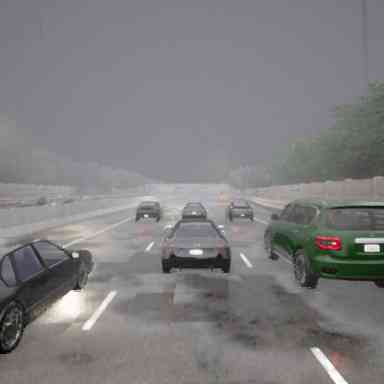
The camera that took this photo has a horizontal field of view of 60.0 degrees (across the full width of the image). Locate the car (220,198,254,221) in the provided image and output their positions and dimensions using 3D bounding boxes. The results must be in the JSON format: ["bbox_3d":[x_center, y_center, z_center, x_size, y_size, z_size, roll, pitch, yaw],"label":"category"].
[{"bbox_3d":[3.679,1.477,26.456,2.128,1.511,4.902,0,0,0],"label":"car"}]

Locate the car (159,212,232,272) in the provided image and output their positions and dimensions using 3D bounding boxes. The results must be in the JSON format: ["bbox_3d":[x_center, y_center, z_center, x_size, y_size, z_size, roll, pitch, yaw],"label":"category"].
[{"bbox_3d":[0.116,1.557,10.794,1.994,1.385,4.181,0,0,0],"label":"car"}]

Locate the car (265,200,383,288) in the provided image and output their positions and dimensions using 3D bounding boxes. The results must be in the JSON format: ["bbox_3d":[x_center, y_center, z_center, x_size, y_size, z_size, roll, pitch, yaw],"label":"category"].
[{"bbox_3d":[3.611,1.216,9.347,2.150,2.045,5.566,0,0,0],"label":"car"}]

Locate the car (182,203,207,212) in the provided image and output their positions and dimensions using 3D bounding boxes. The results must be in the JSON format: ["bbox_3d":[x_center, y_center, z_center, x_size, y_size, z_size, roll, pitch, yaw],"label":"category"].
[{"bbox_3d":[0.182,1.549,27.087,1.994,1.385,4.181,0,0,0],"label":"car"}]

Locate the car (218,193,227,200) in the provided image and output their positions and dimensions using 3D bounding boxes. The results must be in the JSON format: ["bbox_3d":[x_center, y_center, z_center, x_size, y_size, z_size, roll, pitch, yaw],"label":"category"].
[{"bbox_3d":[7.744,1.217,84.527,2.097,1.767,4.553,0,0,1],"label":"car"}]

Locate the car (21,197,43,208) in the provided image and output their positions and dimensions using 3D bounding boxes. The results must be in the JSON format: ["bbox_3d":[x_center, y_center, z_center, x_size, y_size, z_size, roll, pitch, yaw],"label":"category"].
[{"bbox_3d":[-20.871,1.478,44.354,1.837,1.490,4.892,0,1,1],"label":"car"}]

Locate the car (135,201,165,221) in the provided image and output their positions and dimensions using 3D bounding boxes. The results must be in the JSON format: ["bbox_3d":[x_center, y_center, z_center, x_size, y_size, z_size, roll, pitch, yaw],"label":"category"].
[{"bbox_3d":[-3.320,1.490,26.672,1.837,1.490,4.892,0,0,0],"label":"car"}]

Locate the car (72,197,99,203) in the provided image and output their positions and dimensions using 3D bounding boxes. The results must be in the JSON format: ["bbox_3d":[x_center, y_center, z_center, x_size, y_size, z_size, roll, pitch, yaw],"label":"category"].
[{"bbox_3d":[-13.867,1.466,44.895,2.128,1.511,4.902,0,0,1],"label":"car"}]

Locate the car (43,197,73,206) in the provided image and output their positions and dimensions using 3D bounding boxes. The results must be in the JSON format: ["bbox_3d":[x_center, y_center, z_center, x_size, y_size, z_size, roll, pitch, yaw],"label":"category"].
[{"bbox_3d":[-17.371,1.466,44.407,2.128,1.511,4.902,0,0,1],"label":"car"}]

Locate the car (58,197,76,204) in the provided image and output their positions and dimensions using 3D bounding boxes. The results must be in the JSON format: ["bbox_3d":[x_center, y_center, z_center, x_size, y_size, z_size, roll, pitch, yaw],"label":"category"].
[{"bbox_3d":[-23.461,1.573,62.687,1.895,1.301,4.718,0,0,-2],"label":"car"}]

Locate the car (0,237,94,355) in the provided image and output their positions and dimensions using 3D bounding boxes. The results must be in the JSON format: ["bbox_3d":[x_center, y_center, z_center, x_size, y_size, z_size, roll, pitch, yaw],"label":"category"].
[{"bbox_3d":[-3.394,1.543,5.991,2.033,1.411,5.357,0,0,0],"label":"car"}]

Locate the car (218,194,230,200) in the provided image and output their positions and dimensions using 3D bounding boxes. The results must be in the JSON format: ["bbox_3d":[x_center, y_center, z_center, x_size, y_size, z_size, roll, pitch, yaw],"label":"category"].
[{"bbox_3d":[7.451,1.324,74.351,1.882,1.535,5.008,0,0,3],"label":"car"}]
